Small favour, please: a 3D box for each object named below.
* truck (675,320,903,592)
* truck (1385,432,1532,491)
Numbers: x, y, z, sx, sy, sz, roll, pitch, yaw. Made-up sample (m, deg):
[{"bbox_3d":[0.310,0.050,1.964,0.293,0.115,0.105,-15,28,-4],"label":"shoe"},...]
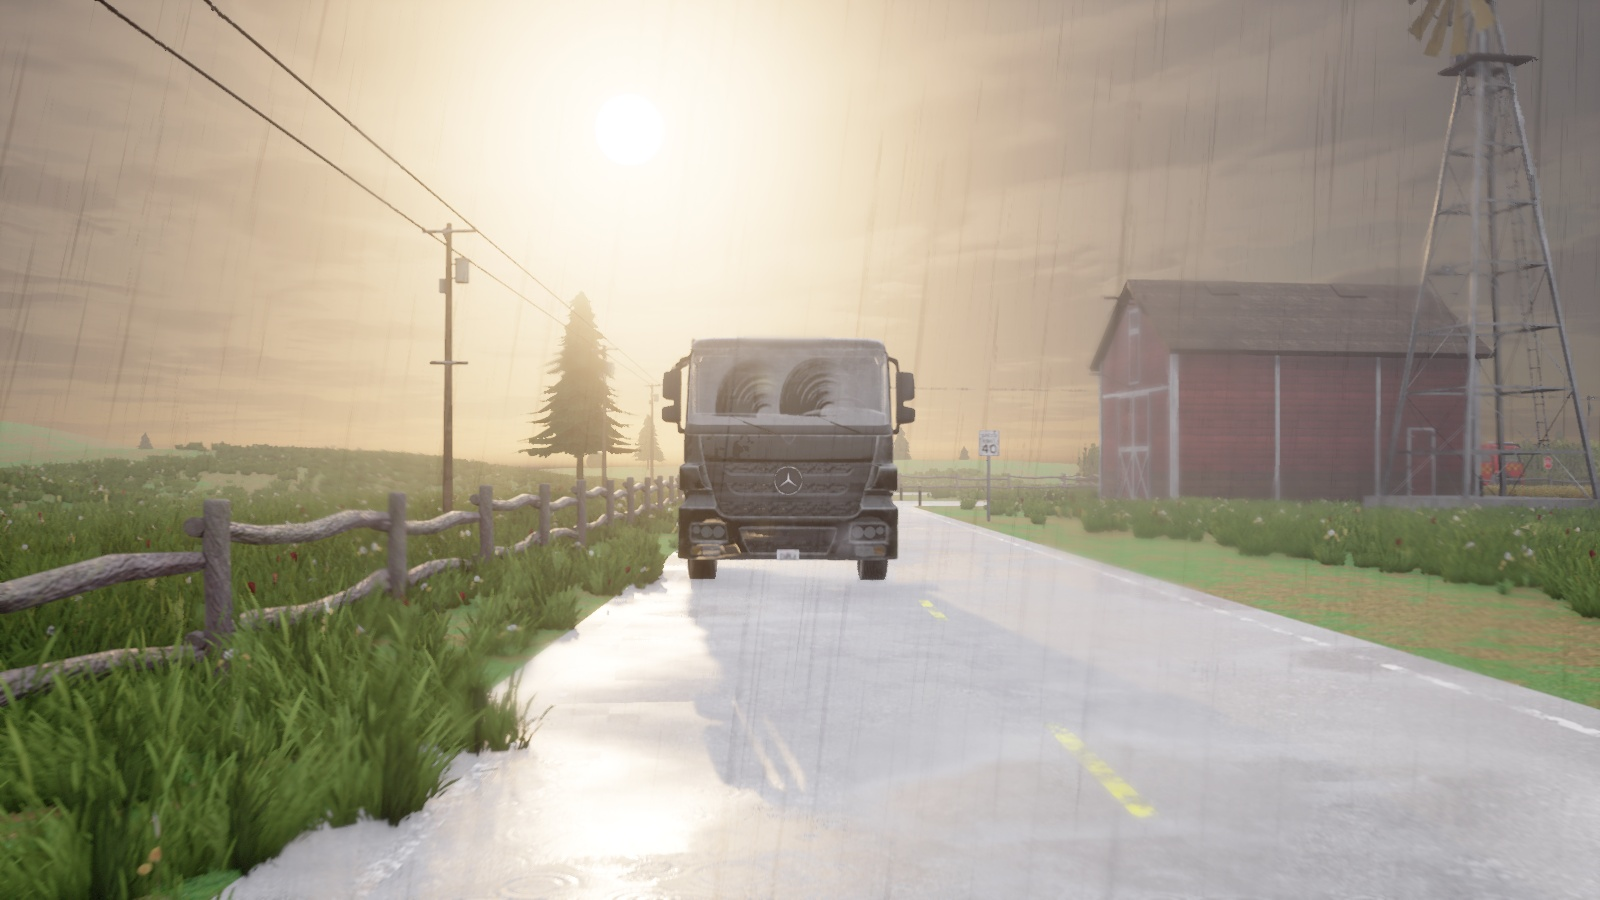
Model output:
[{"bbox_3d":[-0.190,0.134,19.967,2.891,3.462,7.936,0,-1,-1],"label":"truck"},{"bbox_3d":[43.882,0.743,83.745,8.468,3.827,2.891,0,-1,-6],"label":"truck"}]
